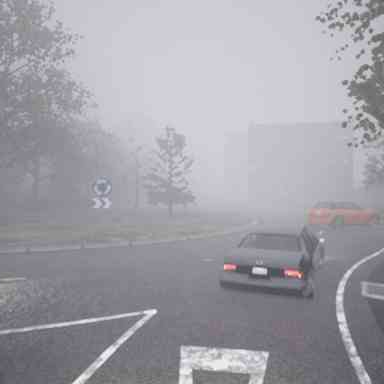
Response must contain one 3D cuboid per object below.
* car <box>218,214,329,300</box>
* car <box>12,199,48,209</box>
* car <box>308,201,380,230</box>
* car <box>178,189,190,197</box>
[{"bbox_3d":[2.299,1.544,8.607,2.033,1.411,5.357,0,0,24],"label":"car"},{"bbox_3d":[-20.506,1.539,42.260,4.181,1.385,1.994,1,0,-32],"label":"car"},{"bbox_3d":[9.503,1.333,20.805,4.553,1.767,2.097,0,1,-25],"label":"car"},{"bbox_3d":[-1.612,0.145,69.363,2.033,1.411,5.357,0,5,9],"label":"car"}]
